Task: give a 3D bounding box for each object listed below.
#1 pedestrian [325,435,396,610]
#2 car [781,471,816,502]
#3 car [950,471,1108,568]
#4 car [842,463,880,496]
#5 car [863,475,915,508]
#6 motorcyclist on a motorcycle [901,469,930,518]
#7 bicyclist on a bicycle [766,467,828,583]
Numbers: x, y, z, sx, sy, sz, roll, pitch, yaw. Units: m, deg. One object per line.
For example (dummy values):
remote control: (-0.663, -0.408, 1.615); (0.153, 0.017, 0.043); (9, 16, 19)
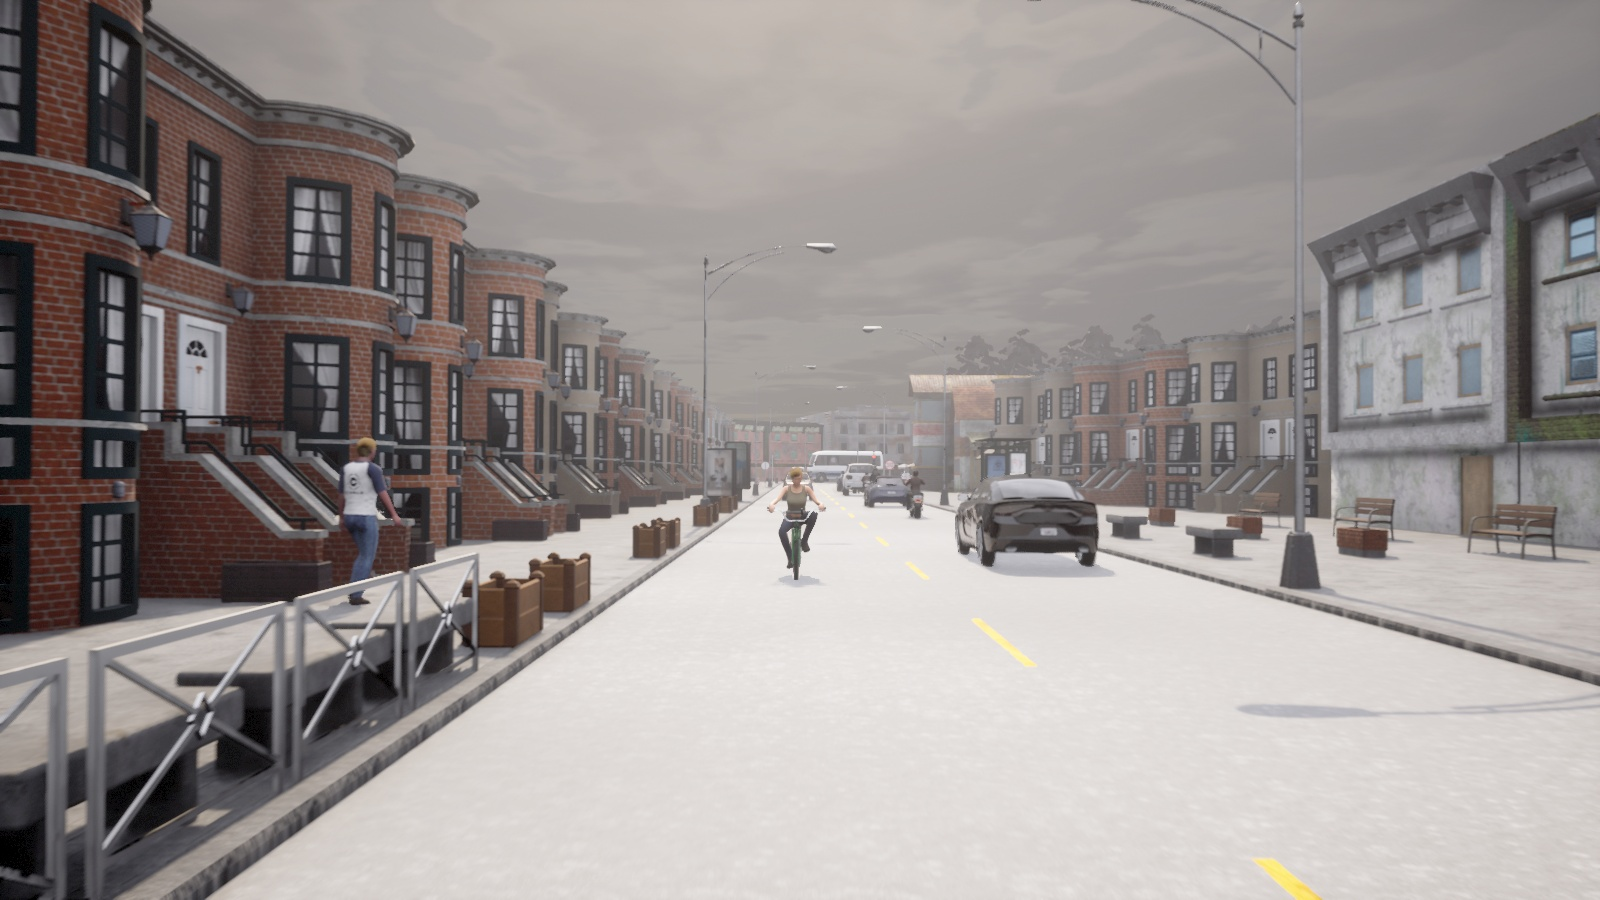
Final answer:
pedestrian: (-4.754, 0.771, 13.602); (0.354, 1.836, 0.706); (-1, -1, 21)
car: (-0.099, 1.903, 66.268); (1.789, 1.549, 3.705); (0, -1, 0)
car: (3.942, 1.152, 22.464); (1.882, 1.535, 5.008); (0, -1, 0)
car: (3.886, 1.875, 81.058); (2.150, 2.045, 5.566); (0, -1, 0)
car: (3.910, 1.796, 55.704); (1.994, 1.385, 4.181); (0, -1, 0)
motorcyclist on a motorcycle: (3.920, 1.466, 42.772); (0.766, 1.649, 2.350); (0, -1, 0)
bicyclist on a bicycle: (-0.043, 1.058, 18.305); (0.866, 1.612, 1.509); (0, -1, 0)
